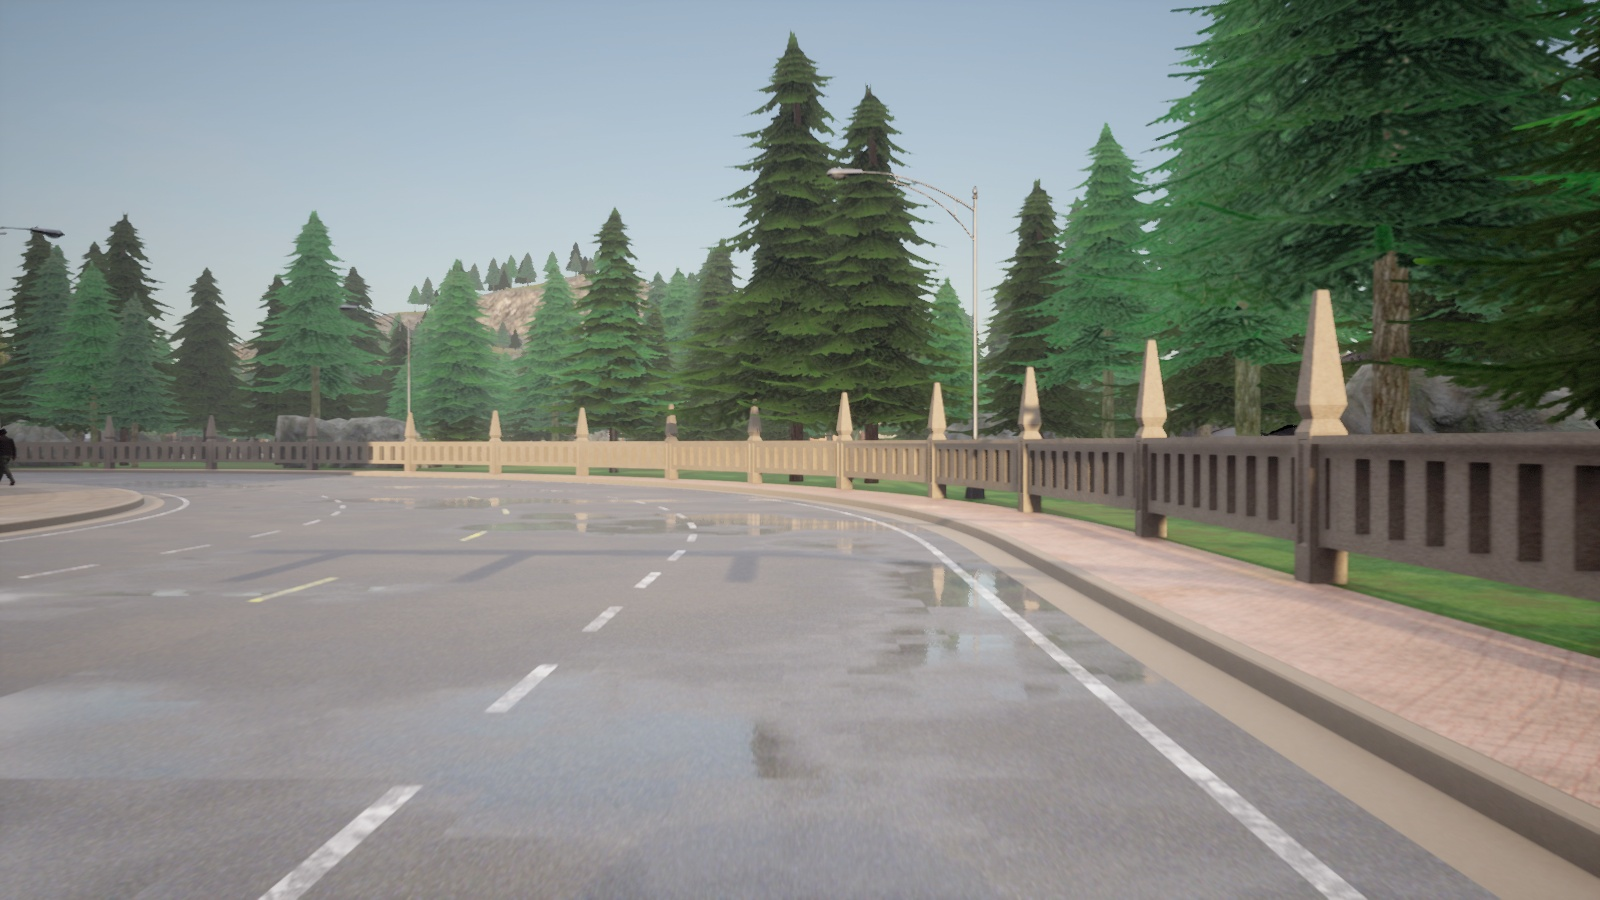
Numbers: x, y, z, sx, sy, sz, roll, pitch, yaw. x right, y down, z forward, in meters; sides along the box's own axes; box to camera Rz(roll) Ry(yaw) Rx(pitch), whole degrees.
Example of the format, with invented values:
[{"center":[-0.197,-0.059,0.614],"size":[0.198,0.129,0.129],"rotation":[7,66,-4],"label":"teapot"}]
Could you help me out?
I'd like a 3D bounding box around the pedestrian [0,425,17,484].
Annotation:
[{"center":[-25.082,0.151,39.506],"size":[0.703,1.840,0.431],"rotation":[0,0,25],"label":"pedestrian"}]
